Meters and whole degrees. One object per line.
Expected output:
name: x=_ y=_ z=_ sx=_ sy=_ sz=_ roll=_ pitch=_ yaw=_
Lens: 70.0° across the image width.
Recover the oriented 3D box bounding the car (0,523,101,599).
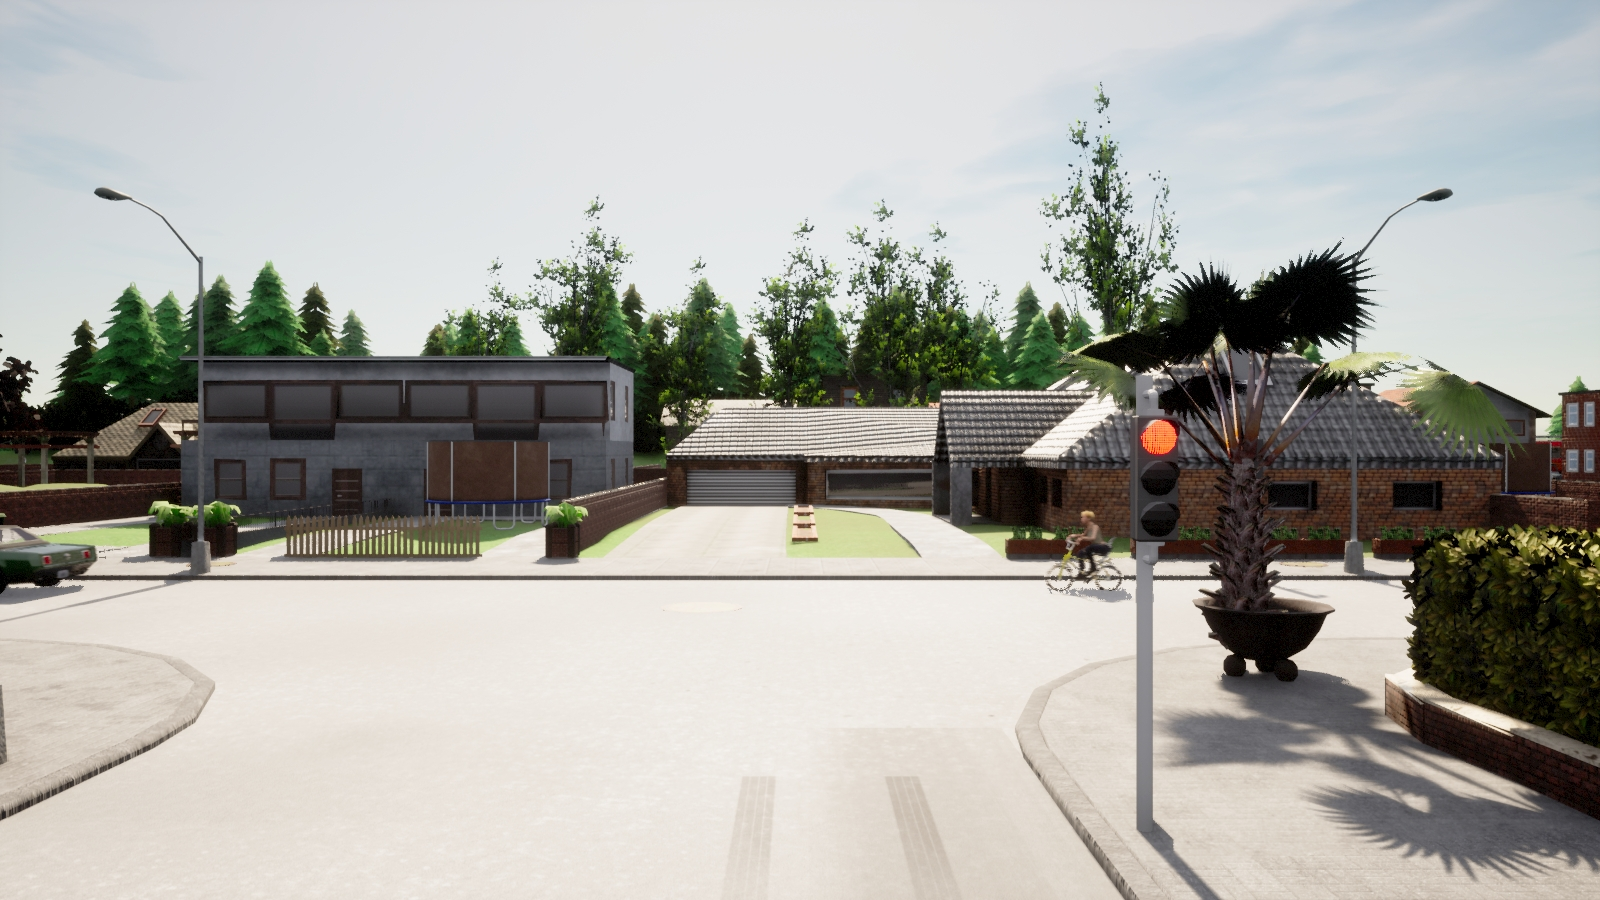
car: x=-16.674 y=2.146 z=22.442 sx=4.718 sy=1.301 sz=1.895 roll=0 pitch=0 yaw=0

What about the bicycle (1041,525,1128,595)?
bicycle: x=5.575 y=2.149 z=22.444 sx=1.487 sy=1.276 sz=0.859 roll=0 pitch=0 yaw=0
